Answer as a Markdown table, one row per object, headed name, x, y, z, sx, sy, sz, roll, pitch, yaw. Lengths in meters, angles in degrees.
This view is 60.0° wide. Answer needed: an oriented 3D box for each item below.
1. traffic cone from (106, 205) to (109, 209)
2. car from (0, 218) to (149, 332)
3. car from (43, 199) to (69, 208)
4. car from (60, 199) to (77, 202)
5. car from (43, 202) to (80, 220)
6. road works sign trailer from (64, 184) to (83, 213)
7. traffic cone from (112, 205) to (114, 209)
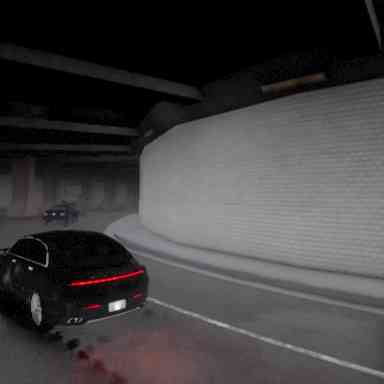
| name | x | y | z | sx | sy | sz | roll | pitch | yaw |
| --- | --- | --- | --- | --- | --- | --- | --- | --- | --- |
| traffic cone | -12.803 | 2.420 | 49.349 | 0.340 | 0.580 | 0.340 | 0 | -1 | 7 |
| car | -2.830 | 1.569 | 7.108 | 1.837 | 1.490 | 4.892 | 0 | 0 | -43 |
| car | -23.445 | 1.998 | 57.450 | 1.812 | 1.442 | 4.674 | 0 | -1 | 12 |
| car | -20.076 | 2.090 | 56.512 | 1.895 | 1.301 | 4.718 | 0 | -1 | 12 |
| car | -10.807 | 1.784 | 27.851 | 2.033 | 1.411 | 5.357 | 1 | -1 | -6 |
| road works sign trailer | -15.079 | 0.834 | 42.586 | 2.380 | 3.560 | 2.880 | 0 | -1 | 7 |
| traffic cone | -12.572 | 2.444 | 51.335 | 0.340 | 0.580 | 0.340 | 0 | -1 | 7 |
